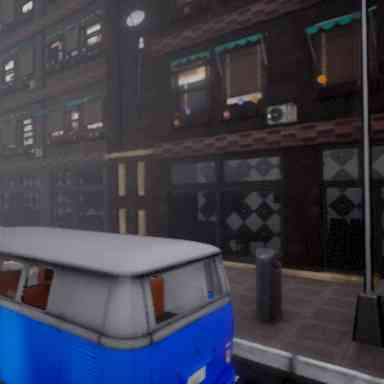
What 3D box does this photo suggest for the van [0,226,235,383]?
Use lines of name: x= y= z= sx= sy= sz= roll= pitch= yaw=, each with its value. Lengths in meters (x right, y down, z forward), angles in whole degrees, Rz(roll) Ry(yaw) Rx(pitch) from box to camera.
van: x=-1.467 y=1.373 z=3.930 sx=3.998 sy=1.788 sz=1.690 roll=-1 pitch=-1 yaw=36
